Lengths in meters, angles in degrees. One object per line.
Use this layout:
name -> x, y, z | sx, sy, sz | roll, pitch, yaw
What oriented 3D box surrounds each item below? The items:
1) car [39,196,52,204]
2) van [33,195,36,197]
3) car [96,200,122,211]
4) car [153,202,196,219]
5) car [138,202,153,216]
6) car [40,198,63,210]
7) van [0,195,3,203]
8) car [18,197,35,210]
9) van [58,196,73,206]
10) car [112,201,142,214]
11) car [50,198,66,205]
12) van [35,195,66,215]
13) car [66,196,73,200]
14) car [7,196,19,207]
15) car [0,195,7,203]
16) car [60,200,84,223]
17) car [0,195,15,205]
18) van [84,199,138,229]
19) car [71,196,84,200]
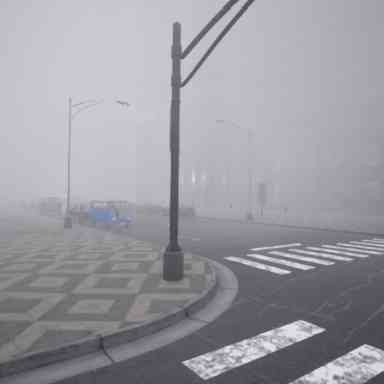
car -> -33.347, 1.823, 75.793 | 1.967, 1.590, 4.097 | 1, -1, -35
van -> -36.535, 1.746, 80.305 | 1.690, 1.788, 3.998 | 1, -1, -35
car -> -11.117, 1.759, 44.348 | 1.752, 1.417, 4.829 | 1, -1, -35
car -> -1.450, 1.714, 30.675 | 1.887, 1.381, 4.507 | 1, -1, -35
car -> -4.639, 1.735, 35.186 | 1.887, 1.381, 4.507 | 1, -1, -35
car -> -19.708, 1.661, 46.505 | 1.837, 1.490, 4.892 | 1, -1, -35
van -> -46.697, 1.615, 79.906 | 1.690, 1.788, 3.998 | 1, -1, -35
car -> -21.197, 1.683, 43.803 | 1.802, 1.307, 4.206 | 1, -1, -35
van -> -23.776, 1.659, 62.259 | 1.690, 1.788, 3.998 | 1, -1, -35
car -> -7.829, 1.756, 39.698 | 1.887, 1.381, 4.507 | 1, -1, -35
car -> -26.968, 1.890, 66.768 | 2.008, 1.369, 4.403 | 1, -1, -35
van -> -14.819, 1.400, 34.781 | 1.690, 1.788, 3.998 | 1, -1, -35
car -> -20.586, 1.612, 57.747 | 2.192, 1.841, 5.009 | 1, -1, -35
car -> -27.573, 1.695, 52.829 | 2.008, 1.369, 4.403 | 1, -1, -35
car -> -43.509, 1.567, 75.394 | 2.192, 1.841, 5.009 | 1, -1, -35
car -> -8.446, 1.561, 25.754 | 1.887, 1.381, 4.507 | 1, -1, -35
car -> -37.038, 1.733, 66.228 | 1.752, 1.417, 4.829 | 1, -1, -35
van -> -5.256, 1.338, 21.243 | 1.690, 1.788, 3.998 | 1, -1, -35
car -> -17.398, 1.820, 53.233 | 1.887, 1.381, 4.507 | 1, -1, -35
